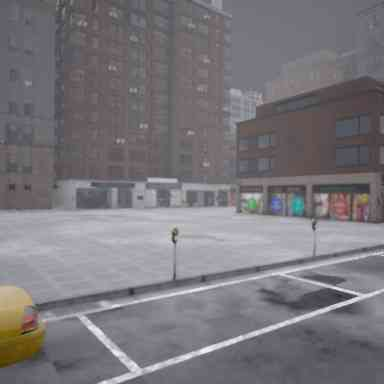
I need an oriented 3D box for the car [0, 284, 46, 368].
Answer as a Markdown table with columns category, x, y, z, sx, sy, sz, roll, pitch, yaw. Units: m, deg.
| category | x | y | z | sx | sy | sz | roll | pitch | yaw |
| --- | --- | --- | --- | --- | --- | --- | --- | --- | --- |
| car | -4.108 | 1.509 | 3.255 | 4.829 | 1.417 | 1.752 | 1 | 0 | -36 |
